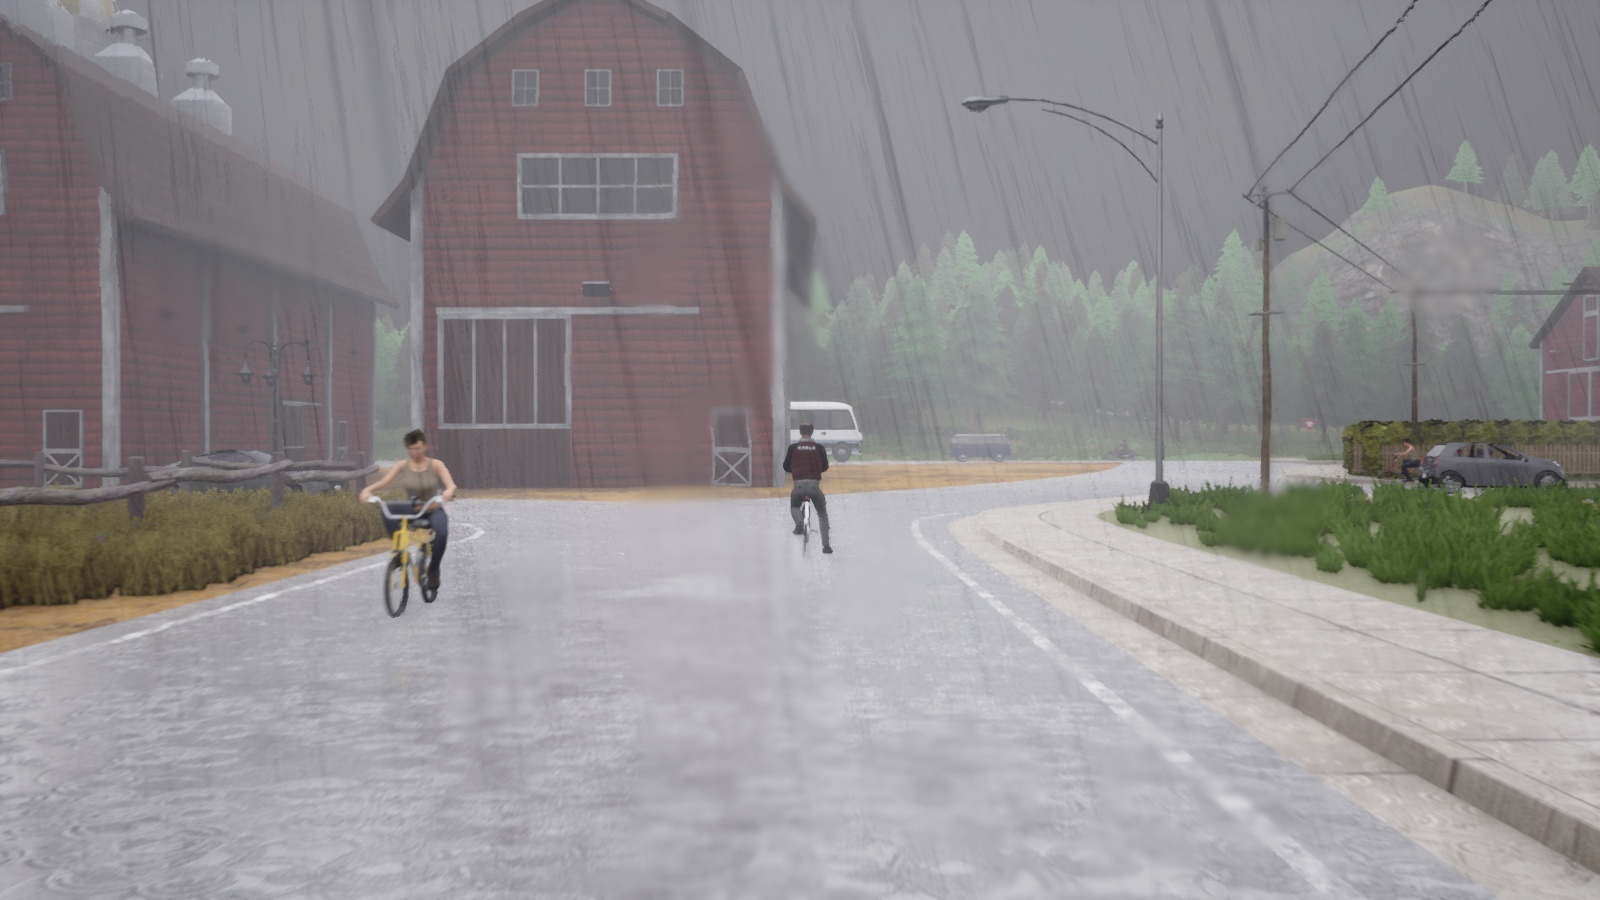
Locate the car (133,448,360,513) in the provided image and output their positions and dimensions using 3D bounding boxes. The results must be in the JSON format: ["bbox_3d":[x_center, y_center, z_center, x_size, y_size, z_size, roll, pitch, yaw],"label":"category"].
[{"bbox_3d":[-12.242,0.643,27.954,4.181,1.385,1.994,0,0,3],"label":"car"}]

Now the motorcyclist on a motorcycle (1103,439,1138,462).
[{"bbox_3d":[23.408,0.058,91.760,2.350,1.649,0.766,0,0,1],"label":"motorcyclist on a motorcycle"}]

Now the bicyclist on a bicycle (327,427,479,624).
[{"bbox_3d":[-3.452,0.618,11.069,0.866,1.612,1.509,0,0,0],"label":"bicyclist on a bicycle"}]

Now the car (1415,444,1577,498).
[{"bbox_3d":[19.759,0.574,35.793,3.633,1.501,1.845,0,0,11],"label":"car"}]

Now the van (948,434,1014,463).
[{"bbox_3d":[12.703,-0.129,88.365,4.442,1.987,1.775,0,0,1],"label":"van"}]

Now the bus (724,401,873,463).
[{"bbox_3d":[-0.074,-1.269,88.487,10.273,4.253,3.944,0,0,1],"label":"bus"}]

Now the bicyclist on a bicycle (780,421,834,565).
[{"bbox_3d":[0.084,0.524,16.462,0.659,1.776,1.843,0,1,0],"label":"bicyclist on a bicycle"}]

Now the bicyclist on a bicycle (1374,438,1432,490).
[{"bbox_3d":[19.430,0.455,40.471,1.509,1.612,0.866,2,0,34],"label":"bicyclist on a bicycle"}]
